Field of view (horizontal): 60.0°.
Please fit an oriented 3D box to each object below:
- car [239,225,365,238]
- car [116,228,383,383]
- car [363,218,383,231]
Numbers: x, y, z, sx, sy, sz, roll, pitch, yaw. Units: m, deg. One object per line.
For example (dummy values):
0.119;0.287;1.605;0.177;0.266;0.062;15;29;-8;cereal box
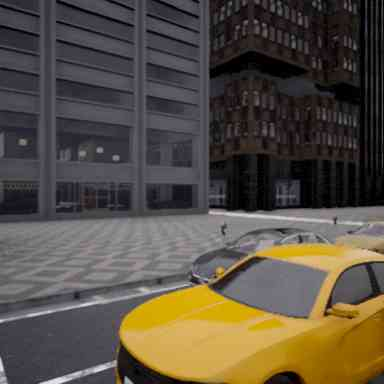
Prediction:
1.974;1.577;8.050;4.403;1.369;2.008;0;0;-35;car
1.502;1.493;4.403;5.008;1.535;1.882;1;0;-35;car
6.431;1.576;11.222;4.829;1.417;1.752;0;0;-35;car
